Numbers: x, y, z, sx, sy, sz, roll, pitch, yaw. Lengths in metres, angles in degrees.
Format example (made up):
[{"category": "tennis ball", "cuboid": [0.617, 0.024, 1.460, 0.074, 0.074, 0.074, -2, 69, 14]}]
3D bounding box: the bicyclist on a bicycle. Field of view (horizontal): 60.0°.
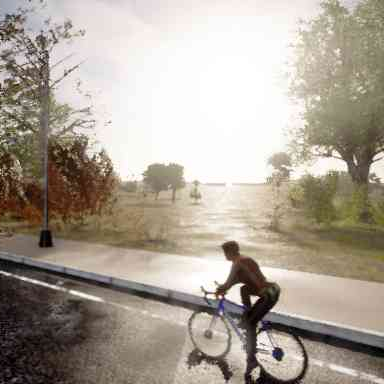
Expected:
[{"category": "bicyclist on a bicycle", "cuboid": [0.624, 1.447, 4.186, 1.656, 1.620, 0.582, 0, 0, 35]}]
